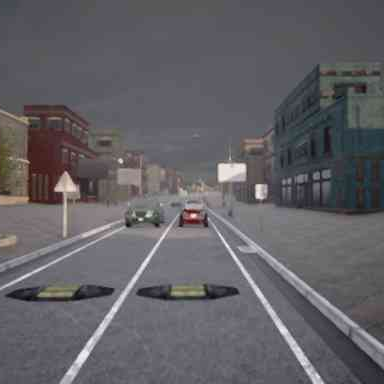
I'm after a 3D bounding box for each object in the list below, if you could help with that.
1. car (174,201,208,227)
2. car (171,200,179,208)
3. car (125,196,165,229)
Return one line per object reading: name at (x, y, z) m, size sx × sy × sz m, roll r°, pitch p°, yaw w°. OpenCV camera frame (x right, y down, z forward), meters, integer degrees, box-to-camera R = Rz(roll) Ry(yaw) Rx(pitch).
car at (0.106, 1.606, 23.889) m, size 2.163 × 1.488 × 4.792 m, roll 0°, pitch -1°, yaw 0°
car at (-2.997, 2.295, 63.469) m, size 2.033 × 1.411 × 5.357 m, roll 0°, pitch 0°, yaw 1°
car at (-3.093, 1.314, 22.838) m, size 2.150 × 2.045 × 5.566 m, roll 0°, pitch 0°, yaw 0°
